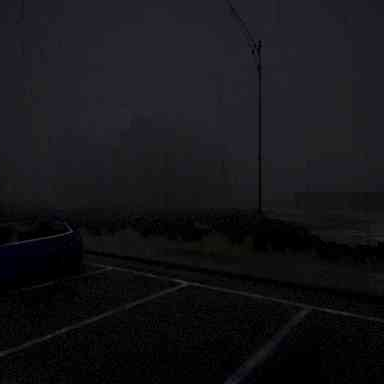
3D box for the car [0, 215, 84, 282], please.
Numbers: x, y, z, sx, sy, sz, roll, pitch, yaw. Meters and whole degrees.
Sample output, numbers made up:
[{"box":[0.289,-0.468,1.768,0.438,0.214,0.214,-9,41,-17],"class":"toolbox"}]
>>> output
[{"box":[-5.086,1.476,8.377,2.242,1.667,4.611,0,0,36],"class":"car"}]
